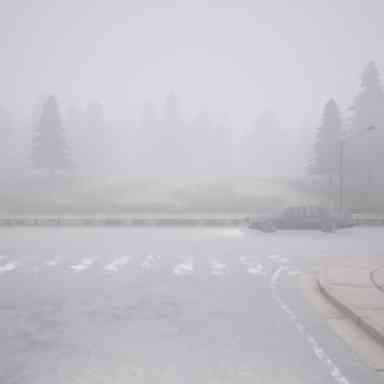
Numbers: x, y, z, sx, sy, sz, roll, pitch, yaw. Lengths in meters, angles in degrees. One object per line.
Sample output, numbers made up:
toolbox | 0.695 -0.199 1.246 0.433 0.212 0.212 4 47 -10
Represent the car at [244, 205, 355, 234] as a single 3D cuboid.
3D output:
car | 5.458 1.371 17.258 5.357 1.411 2.033 0 1 -1
